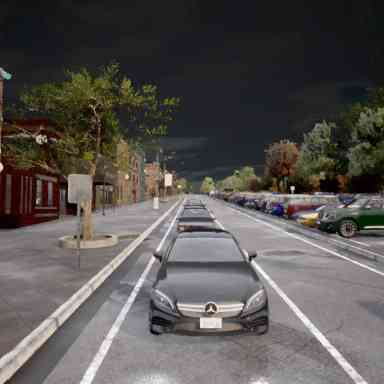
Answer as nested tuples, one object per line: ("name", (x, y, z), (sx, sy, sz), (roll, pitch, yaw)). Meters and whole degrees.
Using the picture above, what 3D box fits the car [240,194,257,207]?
("car", (9.105, 1.409, 42.299), (4.892, 1.521, 2.231), (0, 0, 0))

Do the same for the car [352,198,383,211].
("car", (22.222, 1.452, 40.238), (4.792, 1.488, 2.163), (0, 0, 0))

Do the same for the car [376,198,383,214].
("car", (22.418, 1.444, 34.684), (5.366, 1.575, 1.946), (0, 0, 0))

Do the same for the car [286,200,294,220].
("car", (9.242, 1.506, 22.670), (4.674, 1.452, 2.002), (0, 0, 0))

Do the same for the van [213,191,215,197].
("van", (8.642, 0.764, 89.952), (4.442, 1.987, 1.878), (0, 1, 0))

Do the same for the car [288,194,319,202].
("car", (21.830, 1.209, 65.217), (5.366, 1.575, 1.946), (0, 0, 0))

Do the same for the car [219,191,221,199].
("car", (8.891, 0.938, 67.528), (5.566, 2.045, 2.435), (0, 1, 0))

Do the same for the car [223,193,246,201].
("car", (8.868, 1.039, 70.332), (4.553, 1.767, 2.185), (0, 1, 0))

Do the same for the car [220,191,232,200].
("car", (8.910, 0.963, 64.725), (5.566, 2.045, 2.435), (0, 1, 0))

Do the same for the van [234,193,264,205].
("van", (9.136, 1.089, 53.513), (4.442, 1.987, 1.878), (0, 1, 0))

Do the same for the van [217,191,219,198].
("van", (8.722, 0.864, 78.740), (4.442, 1.987, 1.878), (0, 1, 0))

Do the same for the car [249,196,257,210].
("car", (9.168, 1.470, 36.689), (4.792, 1.488, 2.163), (0, 0, 0))

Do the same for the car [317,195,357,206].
("car", (22.301, 1.332, 51.341), (5.366, 1.575, 1.946), (0, 1, 0))

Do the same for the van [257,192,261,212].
("van", (9.276, 1.222, 33.886), (4.442, 1.987, 1.878), (0, 0, 0))

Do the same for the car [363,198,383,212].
("car", (22.184, 1.469, 37.455), (4.792, 1.488, 2.163), (0, 0, 0))

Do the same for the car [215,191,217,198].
("car", (8.814, 1.065, 81.545), (5.008, 1.535, 2.097), (0, 1, 0))

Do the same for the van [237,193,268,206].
("van", (9.156, 1.114, 50.710), (4.442, 1.987, 1.878), (0, 1, 0))

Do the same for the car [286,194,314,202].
("car", (22.001, 1.188, 67.995), (4.892, 1.521, 2.231), (0, 1, 0))

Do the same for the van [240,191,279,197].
("van", (9.196, 1.163, 45.106), (4.442, 1.987, 1.878), (0, 0, 0))

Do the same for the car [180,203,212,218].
("car", (0.192, 1.532, 17.436), (2.033, 1.411, 5.357), (0, 0, 0))

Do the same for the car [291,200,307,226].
("car", (9.074, 1.466, 19.866), (5.366, 1.575, 1.946), (0, 0, 0))

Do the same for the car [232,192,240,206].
("car", (9.031, 1.113, 47.905), (5.566, 2.045, 2.435), (0, 1, 0))

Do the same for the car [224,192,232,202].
("car", (8.956, 1.280, 61.924), (4.674, 1.452, 2.002), (0, 1, 0))

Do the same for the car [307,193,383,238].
("car", (9.251, 1.221, 17.063), (5.566, 2.045, 2.435), (0, 0, 0))

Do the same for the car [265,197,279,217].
("car", (9.194, 1.460, 28.276), (5.008, 1.535, 2.097), (0, 0, 0))

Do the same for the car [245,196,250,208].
("car", (9.116, 1.466, 39.496), (4.674, 1.452, 2.002), (0, 0, 0))

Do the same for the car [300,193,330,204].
("car", (22.086, 1.136, 59.668), (4.553, 1.767, 2.185), (0, 1, 0))

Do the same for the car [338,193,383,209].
("car", (22.145, 1.153, 43.011), (5.566, 2.045, 2.435), (0, 0, 0))

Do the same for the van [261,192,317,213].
("van", (9.062, 1.230, 31.082), (4.442, 1.987, 1.878), (0, 0, 0))

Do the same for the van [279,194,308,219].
("van", (9.336, 1.237, 25.474), (4.442, 1.987, 1.878), (0, 0, 0))

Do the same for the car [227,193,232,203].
("car", (8.993, 1.290, 56.318), (4.892, 1.521, 2.231), (0, 1, 0))

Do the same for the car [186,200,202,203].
("car", (0.218, 1.442, 29.884), (2.128, 1.511, 4.902), (0, 0, 0))

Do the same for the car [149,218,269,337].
("car", (0.252, 1.524, 6.857), (1.812, 1.442, 4.674), (0, 0, 0))
